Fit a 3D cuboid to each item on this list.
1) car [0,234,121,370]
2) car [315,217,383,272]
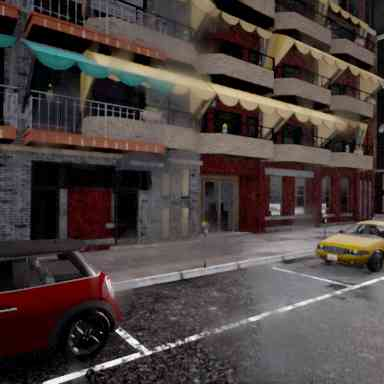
[{"bbox_3d":[-3.125,1.440,4.314,4.097,1.590,1.967,0,1,-36],"label":"car"},{"bbox_3d":[5.928,1.527,10.796,4.829,1.417,1.752,0,1,-36],"label":"car"}]
